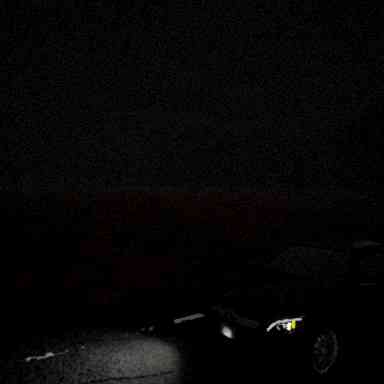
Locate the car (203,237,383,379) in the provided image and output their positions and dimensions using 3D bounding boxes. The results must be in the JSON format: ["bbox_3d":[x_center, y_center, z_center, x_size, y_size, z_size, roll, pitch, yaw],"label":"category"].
[{"bbox_3d":[2.358,1.554,5.663,4.674,1.442,1.812,0,0,-35],"label":"car"}]
